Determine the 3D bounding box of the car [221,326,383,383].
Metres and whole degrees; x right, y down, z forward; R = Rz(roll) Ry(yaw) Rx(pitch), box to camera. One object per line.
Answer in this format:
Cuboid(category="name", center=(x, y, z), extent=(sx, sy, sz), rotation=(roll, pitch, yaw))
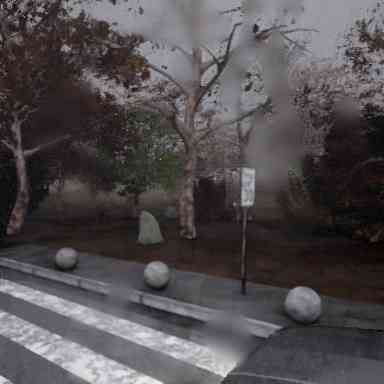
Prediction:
Cuboid(category="car", center=(2.663, 1.553, 1.663), extent=(5.357, 1.411, 2.033), rotation=(0, 0, 35))
